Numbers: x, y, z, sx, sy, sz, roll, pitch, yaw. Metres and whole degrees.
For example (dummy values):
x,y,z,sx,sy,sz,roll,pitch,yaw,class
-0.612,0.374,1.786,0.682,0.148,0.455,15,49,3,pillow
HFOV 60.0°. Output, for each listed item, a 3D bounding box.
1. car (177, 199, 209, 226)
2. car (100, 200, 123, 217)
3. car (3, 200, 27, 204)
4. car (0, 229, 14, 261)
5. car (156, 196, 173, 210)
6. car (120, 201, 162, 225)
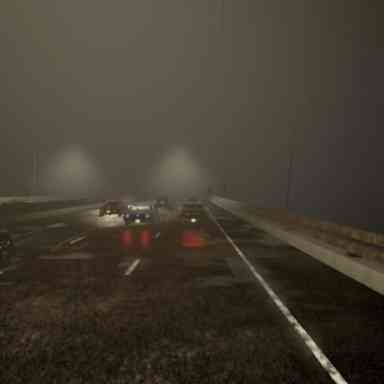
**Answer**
x,y,z,sx,sy,sz,roll,pitch,yaw,class
0.093,1.449,22.547,1.837,1.490,4.892,0,1,0,car
-6.908,1.450,29.733,1.812,1.442,4.674,0,0,0,car
-17.593,1.481,33.079,1.994,1.385,4.181,0,0,0,car
-6.903,1.469,9.274,2.128,1.511,4.902,0,0,0,car
-3.412,1.248,40.648,2.097,1.767,4.553,0,0,0,car
-3.407,1.542,23.143,1.895,1.301,4.718,0,0,0,car
